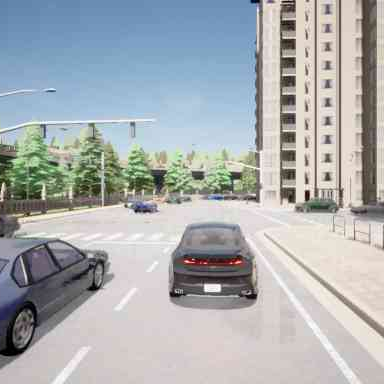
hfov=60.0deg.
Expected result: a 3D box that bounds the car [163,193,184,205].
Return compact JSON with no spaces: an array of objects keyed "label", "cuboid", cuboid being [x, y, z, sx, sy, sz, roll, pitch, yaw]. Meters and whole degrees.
[{"label":"car","cuboid":[-3.209,1.223,60.027,2.150,2.045,5.566,0,0,5]}]

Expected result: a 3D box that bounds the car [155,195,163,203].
[{"label":"car","cuboid":[-6.243,1.351,65.829,2.097,1.767,4.553,0,0,5]}]

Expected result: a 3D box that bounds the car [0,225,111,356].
[{"label":"car","cuboid":[-3.138,1.547,6.033,2.033,1.411,5.357,0,0,4]}]

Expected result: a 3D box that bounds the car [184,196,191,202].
[{"label":"car","cuboid":[-1.503,1.525,72.952,2.128,1.511,4.902,0,0,15]}]

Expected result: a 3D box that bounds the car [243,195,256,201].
[{"label":"car","cuboid":[15.195,1.525,84.984,4.902,1.511,2.128,0,0,-34]}]

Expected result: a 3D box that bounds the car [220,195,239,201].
[{"label":"car","cuboid":[10.175,1.500,85.436,4.892,1.490,1.837,0,0,-43]}]

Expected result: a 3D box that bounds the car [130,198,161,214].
[{"label":"car","cuboid":[-4.876,1.616,35.456,1.895,1.301,4.718,0,0,4]}]

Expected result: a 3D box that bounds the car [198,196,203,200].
[{"label":"car","cuboid":[3.664,1.519,88.816,1.812,1.442,4.674,0,0,43]}]

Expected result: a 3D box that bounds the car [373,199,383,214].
[{"label":"car","cuboid":[22.850,1.560,36.455,4.892,1.490,1.837,0,0,3]}]

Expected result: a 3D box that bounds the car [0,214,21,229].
[{"label":"car","cuboid":[-9.750,1.547,14.606,2.033,1.411,5.357,0,0,4]}]

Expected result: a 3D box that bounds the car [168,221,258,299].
[{"label":"car","cuboid":[0.546,1.505,8.488,1.837,1.490,4.892,0,0,4]}]

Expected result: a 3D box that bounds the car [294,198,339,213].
[{"label":"car","cuboid":[13.756,1.407,36.988,4.553,1.767,2.097,0,0,5]}]

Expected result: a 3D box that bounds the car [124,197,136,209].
[{"label":"car","cuboid":[-7.774,1.493,44.788,2.128,1.511,4.902,0,0,4]}]

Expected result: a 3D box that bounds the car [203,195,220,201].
[{"label":"car","cuboid":[5.757,1.476,85.936,1.882,1.535,5.008,0,0,43]}]

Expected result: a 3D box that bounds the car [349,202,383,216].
[{"label":"car","cuboid":[18.355,1.656,33.188,4.718,1.301,1.895,0,0,3]}]

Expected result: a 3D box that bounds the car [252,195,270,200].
[{"label":"car","cuboid":[18.878,1.524,91.019,4.674,1.442,1.812,0,0,-20]}]
